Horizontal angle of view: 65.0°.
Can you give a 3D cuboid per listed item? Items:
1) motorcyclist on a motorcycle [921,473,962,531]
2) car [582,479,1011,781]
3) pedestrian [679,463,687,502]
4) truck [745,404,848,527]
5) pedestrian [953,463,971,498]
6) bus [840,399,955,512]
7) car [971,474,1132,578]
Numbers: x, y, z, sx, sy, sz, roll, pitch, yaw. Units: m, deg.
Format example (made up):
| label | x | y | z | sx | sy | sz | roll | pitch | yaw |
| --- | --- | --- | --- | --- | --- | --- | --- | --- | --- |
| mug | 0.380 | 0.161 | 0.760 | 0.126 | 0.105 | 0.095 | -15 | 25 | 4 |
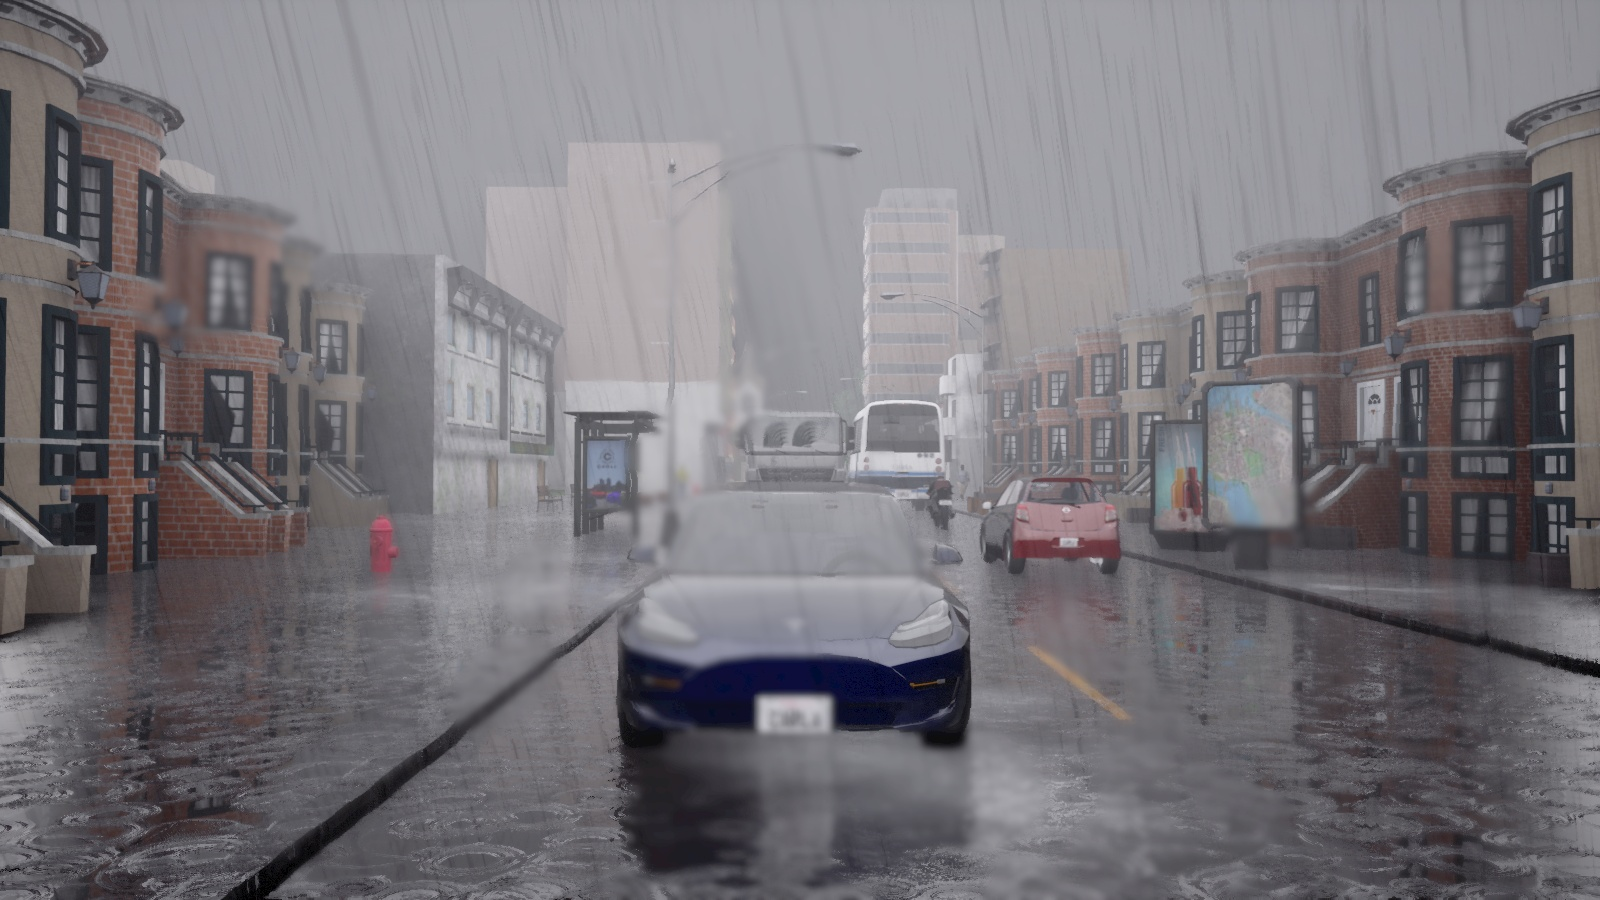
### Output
| label | x | y | z | sx | sy | sz | roll | pitch | yaw |
| --- | --- | --- | --- | --- | --- | --- | --- | --- | --- |
| motorcyclist on a motorcycle | 3.907 | 1.416 | 34.767 | 0.866 | 1.530 | 2.191 | 0 | -1 | 0 |
| car | -0.024 | 0.961 | 8.751 | 2.163 | 1.488 | 4.792 | 0 | -1 | 0 |
| pedestrian | -5.538 | 1.541 | 59.409 | 0.354 | 1.836 | 0.706 | 0 | -1 | -9 |
| truck | -0.110 | 0.495 | 39.518 | 2.891 | 3.462 | 7.936 | 0 | -1 | 0 |
| pedestrian | 8.558 | 1.599 | 66.183 | 0.874 | 1.855 | 0.900 | 0 | -1 | 10 |
| bus | 3.853 | 0.303 | 52.567 | 3.944 | 4.253 | 10.273 | 0 | -1 | 0 |
| car | 3.945 | 1.152 | 20.271 | 1.845 | 1.501 | 3.633 | 0 | -1 | 0 |
